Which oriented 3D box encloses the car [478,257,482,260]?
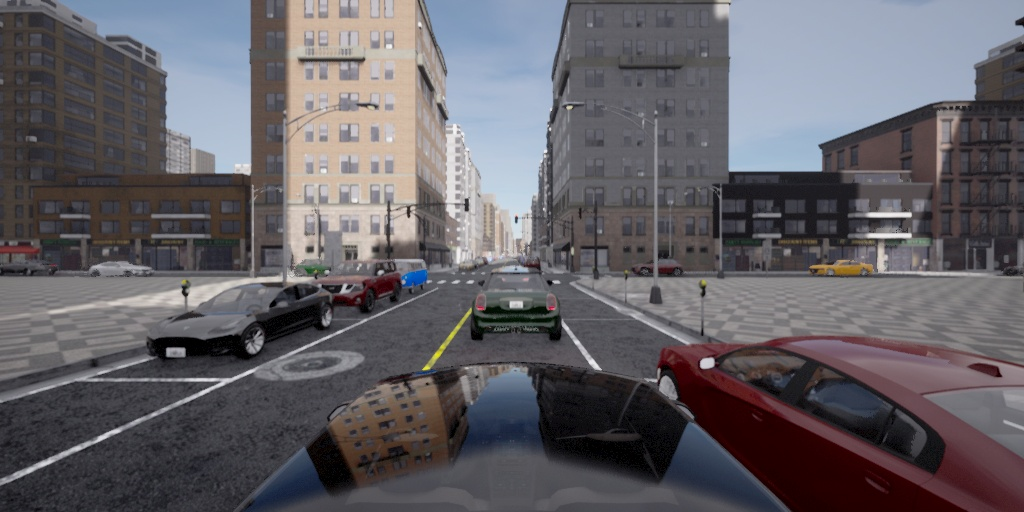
[{"bbox_3d":[-5.870,1.161,52.384,1.948,1.339,4.313,0,0,0],"label":"car"}]

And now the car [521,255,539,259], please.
[{"bbox_3d":[2.657,0.933,46.703,2.192,1.841,5.009,0,0,0],"label":"car"}]

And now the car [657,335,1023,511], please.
[{"bbox_3d":[2.668,1.293,2.766,1.888,1.381,4.507,0,0,0],"label":"car"}]

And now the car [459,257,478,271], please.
[{"bbox_3d":[-5.869,1.144,46.558,1.751,1.417,4.829,0,0,0],"label":"car"}]

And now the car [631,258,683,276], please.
[{"bbox_3d":[13.761,1.011,34.249,4.553,1.767,2.097,0,0,1],"label":"car"}]

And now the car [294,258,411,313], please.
[{"bbox_3d":[-5.861,1.046,14.069,2.192,1.841,5.009,0,0,0],"label":"car"}]

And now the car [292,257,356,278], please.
[{"bbox_3d":[-16.415,1.015,31.532,4.553,1.767,2.097,0,0,0],"label":"car"}]

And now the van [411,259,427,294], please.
[{"bbox_3d":[-5.862,1.061,19.711,1.690,1.789,3.998,0,0,0],"label":"van"}]

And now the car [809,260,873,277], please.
[{"bbox_3d":[31.069,1.147,33.978,5.008,1.535,1.882,0,0,1],"label":"car"}]

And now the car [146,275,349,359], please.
[{"bbox_3d":[-5.860,1.305,8.429,1.948,1.339,4.313,0,0,0],"label":"car"}]

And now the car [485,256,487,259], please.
[{"bbox_3d":[-5.872,1.072,63.523,1.751,1.417,4.829,0,0,0],"label":"car"}]

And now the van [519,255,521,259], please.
[{"bbox_3d":[2.653,0.888,63.673,1.690,1.789,3.998,0,0,0],"label":"van"}]

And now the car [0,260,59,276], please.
[{"bbox_3d":[-47.562,1.133,35.115,4.902,1.511,2.128,0,0,1],"label":"car"}]

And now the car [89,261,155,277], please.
[{"bbox_3d":[-34.562,1.189,31.774,4.674,1.442,1.812,0,0,1],"label":"car"}]

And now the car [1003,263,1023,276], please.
[{"bbox_3d":[49.337,1.253,33.607,4.892,1.490,1.837,0,0,1],"label":"car"}]

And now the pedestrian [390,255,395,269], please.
[{"bbox_3d":[-12.560,0.791,37.673,0.375,1.860,0.375,0,0,1],"label":"pedestrian"}]

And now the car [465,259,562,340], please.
[{"bbox_3d":[0.096,1.089,10.040,2.097,1.767,4.553,0,0,0],"label":"car"}]

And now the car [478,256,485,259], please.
[{"bbox_3d":[-5.871,1.097,57.868,1.751,1.417,4.829,0,0,0],"label":"car"}]
